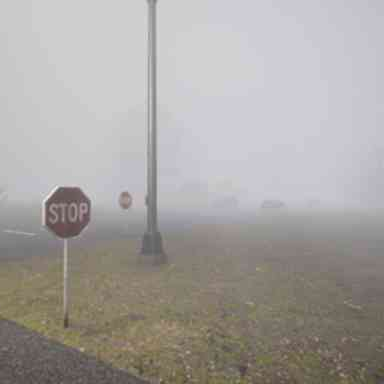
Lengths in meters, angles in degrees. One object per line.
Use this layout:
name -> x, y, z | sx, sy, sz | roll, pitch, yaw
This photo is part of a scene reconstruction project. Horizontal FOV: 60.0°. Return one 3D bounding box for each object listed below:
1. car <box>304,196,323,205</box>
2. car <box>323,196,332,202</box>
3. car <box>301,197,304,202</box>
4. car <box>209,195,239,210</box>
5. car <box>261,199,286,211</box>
car -> 22.768, 1.729, 62.360 | 1.812, 1.442, 4.674 | 0, 0, 28
car -> 33.524, 1.775, 82.903 | 2.033, 1.411, 5.357 | 0, 0, 30
car -> 28.055, 1.721, 81.328 | 1.837, 1.490, 4.892 | 0, 0, 34
car -> 4.551, 1.391, 46.377 | 2.150, 2.045, 5.566 | 0, 0, 34
car -> 10.517, 1.640, 42.686 | 2.128, 1.511, 4.902 | 0, 0, 34
